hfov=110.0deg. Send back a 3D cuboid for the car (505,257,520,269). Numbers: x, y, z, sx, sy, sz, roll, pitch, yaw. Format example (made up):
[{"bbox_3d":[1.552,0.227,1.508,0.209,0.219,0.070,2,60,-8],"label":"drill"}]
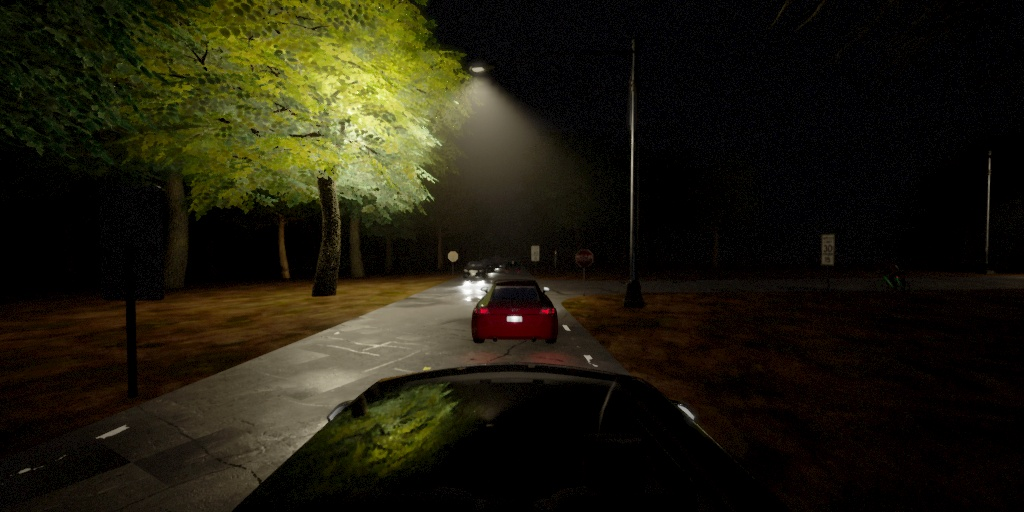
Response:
[{"bbox_3d":[0.101,0.967,52.689,2.097,1.767,4.553,0,0,0],"label":"car"}]

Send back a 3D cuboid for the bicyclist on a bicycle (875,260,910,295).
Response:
[{"bbox_3d":[18.546,1.038,17.518,0.582,1.620,1.656,-1,0,0],"label":"bicyclist on a bicycle"}]

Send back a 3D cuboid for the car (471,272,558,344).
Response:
[{"bbox_3d":[0.088,1.308,9.631,1.994,1.385,4.181,0,0,1],"label":"car"}]

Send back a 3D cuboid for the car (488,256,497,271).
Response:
[{"bbox_3d":[-3.093,1.139,42.554,1.882,1.535,5.008,0,1,0],"label":"car"}]

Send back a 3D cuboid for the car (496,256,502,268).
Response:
[{"bbox_3d":[-3.064,0.947,56.072,2.097,1.767,4.553,0,0,0],"label":"car"}]

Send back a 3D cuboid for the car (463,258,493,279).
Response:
[{"bbox_3d":[-3.095,1.184,31.034,2.128,1.511,4.902,1,0,0],"label":"car"}]
